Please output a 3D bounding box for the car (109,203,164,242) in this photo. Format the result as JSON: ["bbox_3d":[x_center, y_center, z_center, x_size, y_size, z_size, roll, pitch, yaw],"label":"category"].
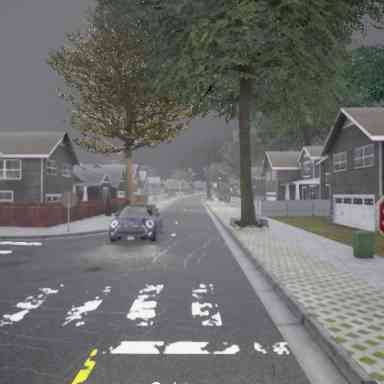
[{"bbox_3d":[-2.605,1.380,16.443,2.097,1.767,4.553,0,0,1],"label":"car"}]
